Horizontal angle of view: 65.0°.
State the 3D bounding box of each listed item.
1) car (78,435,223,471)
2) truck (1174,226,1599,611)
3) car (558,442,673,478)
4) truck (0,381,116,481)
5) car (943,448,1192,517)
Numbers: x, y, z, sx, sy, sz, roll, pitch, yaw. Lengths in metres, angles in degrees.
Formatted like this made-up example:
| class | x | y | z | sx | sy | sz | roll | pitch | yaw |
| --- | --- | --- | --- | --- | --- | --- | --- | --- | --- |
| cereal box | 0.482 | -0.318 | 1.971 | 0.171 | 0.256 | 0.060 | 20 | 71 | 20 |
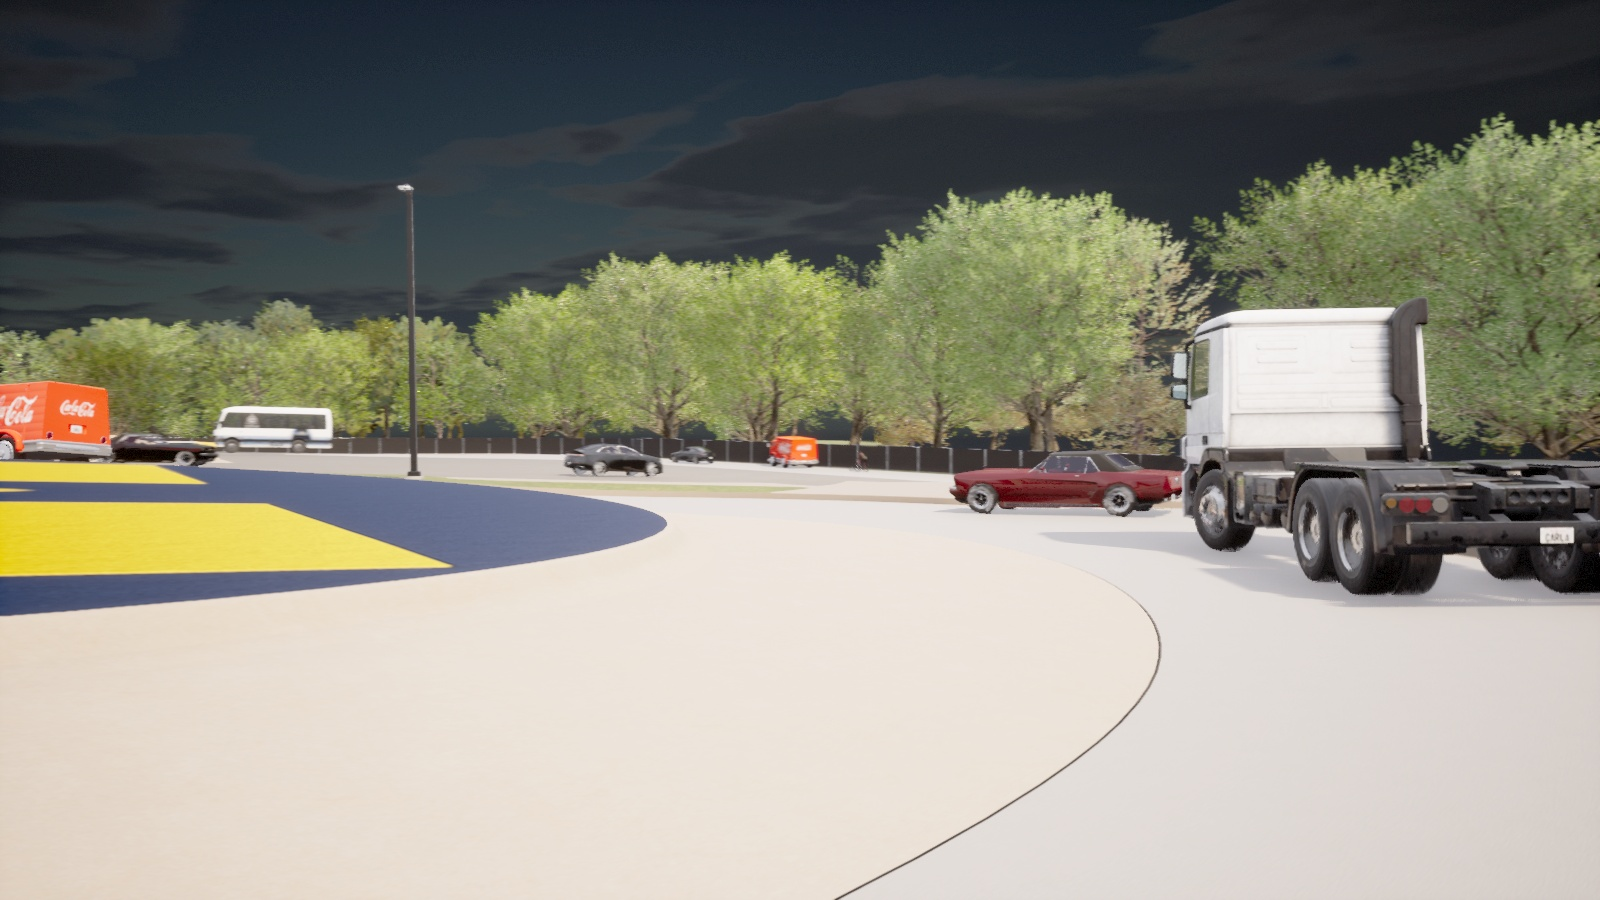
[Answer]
| class | x | y | z | sx | sy | sz | roll | pitch | yaw |
| --- | --- | --- | --- | --- | --- | --- | --- | --- | --- |
| car | -25.672 | 0.118 | 49.799 | 4.718 | 1.301 | 1.895 | 1 | 0 | -8 |
| truck | 7.039 | -0.324 | 15.339 | 2.891 | 3.462 | 7.936 | -1 | 1 | 3 |
| car | -8.543 | 0.485 | 58.413 | 4.902 | 1.511 | 2.128 | 2 | 0 | -41 |
| truck | -23.402 | -0.481 | 37.221 | 5.204 | 2.467 | 2.627 | -3 | -5 | 18 |
| car | 5.571 | 0.657 | 26.284 | 4.718 | 1.301 | 1.895 | -1 | 1 | 29 |
